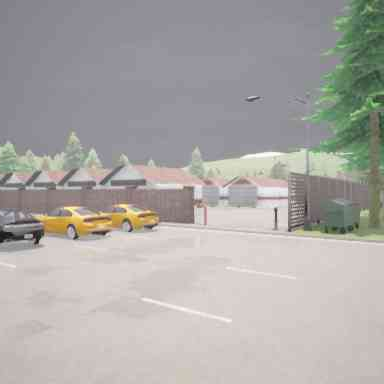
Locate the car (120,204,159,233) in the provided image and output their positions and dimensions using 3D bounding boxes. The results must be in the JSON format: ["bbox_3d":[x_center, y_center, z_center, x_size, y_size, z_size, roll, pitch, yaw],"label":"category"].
[{"bbox_3d":[-4.243,1.482,19.921,5.008,1.535,1.882,0,0,35],"label":"car"}]

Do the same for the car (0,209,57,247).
[{"bbox_3d":[-8.268,1.492,14.194,4.902,1.511,2.128,0,0,35],"label":"car"}]

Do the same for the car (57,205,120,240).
[{"bbox_3d":[-6.256,1.482,17.058,5.008,1.535,1.882,0,0,35],"label":"car"}]
